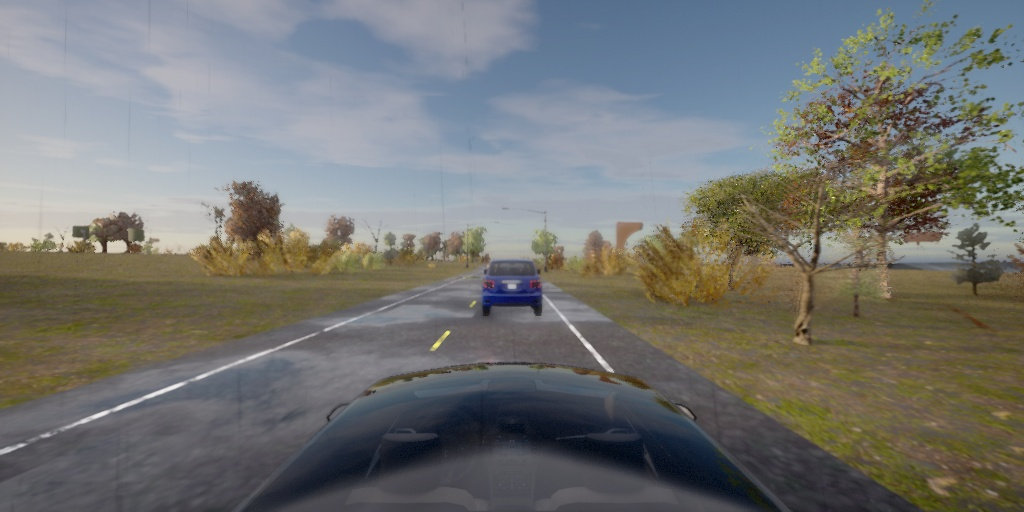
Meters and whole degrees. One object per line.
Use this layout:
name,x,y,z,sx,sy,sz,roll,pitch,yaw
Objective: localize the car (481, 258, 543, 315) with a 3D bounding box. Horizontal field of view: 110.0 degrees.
car,0.011,1.110,14.429,2.150,2.045,5.566,0,0,0
